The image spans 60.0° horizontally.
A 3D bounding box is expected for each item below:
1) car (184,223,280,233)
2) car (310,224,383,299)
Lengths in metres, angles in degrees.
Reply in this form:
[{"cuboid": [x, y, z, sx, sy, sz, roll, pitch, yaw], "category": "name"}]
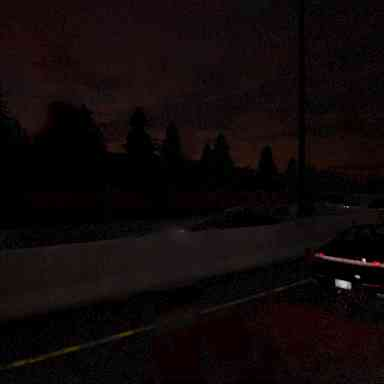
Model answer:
[{"cuboid": [1.980, 1.581, 14.875, 5.357, 1.411, 2.033, 0, 0, -42], "category": "car"}, {"cuboid": [4.674, 1.505, 7.756, 4.902, 1.511, 2.128, 0, 0, -40], "category": "car"}]
